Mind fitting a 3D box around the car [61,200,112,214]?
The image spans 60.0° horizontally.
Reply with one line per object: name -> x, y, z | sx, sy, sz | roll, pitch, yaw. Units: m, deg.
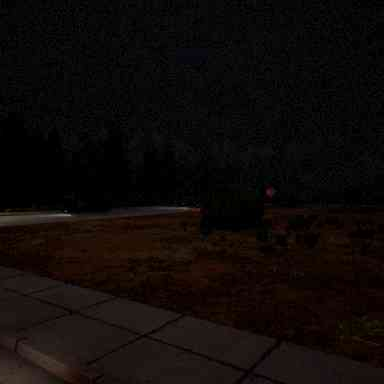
car -> -11.086, 1.573, 35.495 | 2.033, 1.411, 5.357 | 0, 0, 37

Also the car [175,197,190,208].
car -> -0.488, 1.503, 49.770 | 1.882, 1.535, 5.008 | 0, 0, 37

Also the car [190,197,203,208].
car -> 2.195, 1.531, 47.239 | 1.837, 1.490, 4.892 | 0, 0, 36
